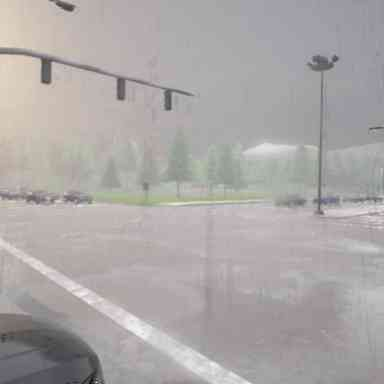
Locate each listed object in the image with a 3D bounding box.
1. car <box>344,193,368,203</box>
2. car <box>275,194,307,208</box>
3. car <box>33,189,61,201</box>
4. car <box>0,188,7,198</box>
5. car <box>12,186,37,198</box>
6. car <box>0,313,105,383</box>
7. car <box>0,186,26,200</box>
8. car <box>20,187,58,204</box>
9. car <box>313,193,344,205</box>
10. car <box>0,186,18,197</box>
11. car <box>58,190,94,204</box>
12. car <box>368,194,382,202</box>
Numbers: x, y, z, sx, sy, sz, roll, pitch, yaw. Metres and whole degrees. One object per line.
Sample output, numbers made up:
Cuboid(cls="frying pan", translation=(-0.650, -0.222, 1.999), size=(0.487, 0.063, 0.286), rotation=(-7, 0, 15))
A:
Cuboid(cls="car", translation=(24.981, 0.935, 51.257), size=(4.674, 1.442, 1.812), rotation=(0, 2, -44))
Cuboid(cls="car", translation=(11.224, 0.953, 37.546), size=(4.892, 1.490, 1.837), rotation=(0, 2, -45))
Cuboid(cls="car", translation=(-19.357, 0.339, 44.339), size=(1.812, 1.442, 4.674), rotation=(0, 2, -44))
Cuboid(cls="car", translation=(-29.298, 0.113, 49.524), size=(1.994, 1.385, 4.181), rotation=(0, 2, -44))
Cuboid(cls="car", translation=(-25.567, -0.061, 50.704), size=(2.097, 1.767, 4.553), rotation=(0, 2, -44))
Cuboid(cls="car", translation=(-2.809, 1.421, 1.554), size=(4.892, 1.490, 1.837), rotation=(-1, 2, -42))
Cuboid(cls="car", translation=(-23.188, 0.297, 43.249), size=(1.812, 1.442, 4.674), rotation=(0, 2, -44))
Cuboid(cls="car", translation=(-16.720, 0.497, 36.630), size=(2.128, 1.511, 4.902), rotation=(0, 2, -44))
Cuboid(cls="car", translation=(17.906, 0.907, 44.230), size=(5.008, 1.535, 1.882), rotation=(0, 2, -44))
Cuboid(cls="car", translation=(-31.363, -0.124, 56.691), size=(1.837, 1.490, 4.892), rotation=(0, 3, -44))
Cuboid(cls="car", translation=(-12.999, 0.549, 37.835), size=(1.837, 1.490, 4.892), rotation=(0, 2, -44))
Cuboid(cls="car", translation=(31.353, 0.953, 57.556), size=(4.181, 1.385, 1.994), rotation=(0, 2, -44))
